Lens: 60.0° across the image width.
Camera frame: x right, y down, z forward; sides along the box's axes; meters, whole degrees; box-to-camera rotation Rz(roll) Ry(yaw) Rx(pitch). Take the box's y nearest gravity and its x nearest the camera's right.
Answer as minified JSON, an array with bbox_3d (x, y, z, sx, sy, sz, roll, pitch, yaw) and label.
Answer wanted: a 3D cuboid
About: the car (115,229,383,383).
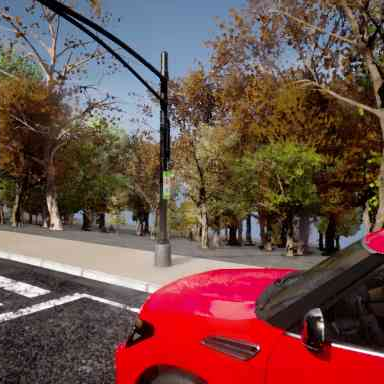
[{"bbox_3d":[1.976,1.221,2.304,5.566,2.045,2.150,0,0,34],"label":"car"}]
